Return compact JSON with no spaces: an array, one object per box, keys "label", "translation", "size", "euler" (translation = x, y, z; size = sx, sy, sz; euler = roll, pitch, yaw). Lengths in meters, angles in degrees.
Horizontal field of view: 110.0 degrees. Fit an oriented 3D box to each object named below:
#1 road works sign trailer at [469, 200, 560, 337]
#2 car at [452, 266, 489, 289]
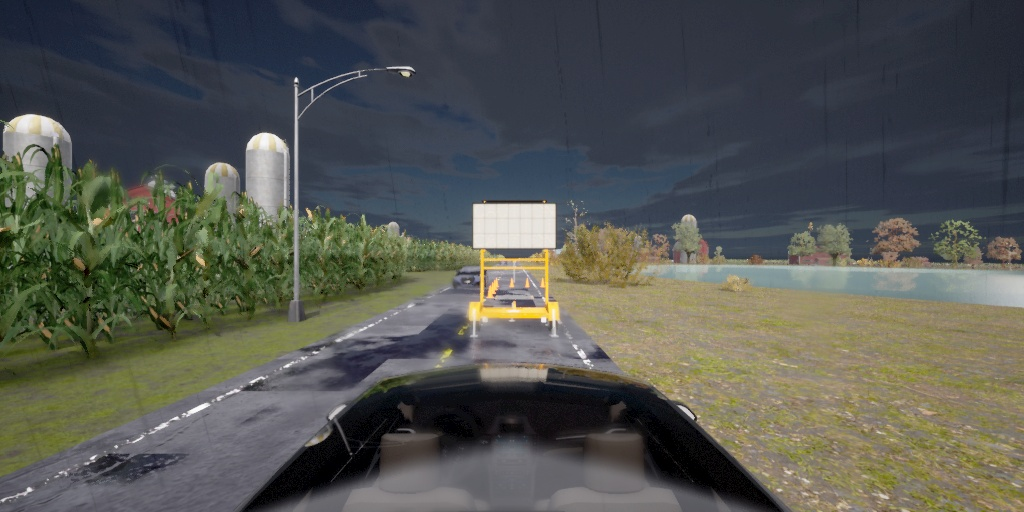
[{"label":"road works sign trailer","translation":[0.069,0.217,10.259],"size":[2.380,3.560,2.880],"euler":[0,0,0]},{"label":"car","translation":[-2.588,1.330,23.112],"size":[1.994,1.385,4.181],"euler":[0,0,0]}]
